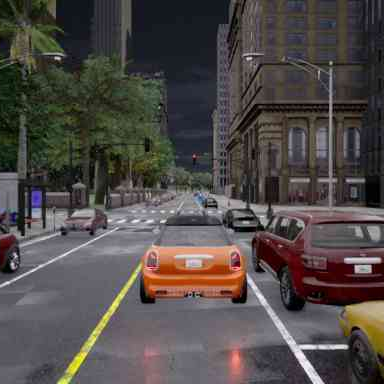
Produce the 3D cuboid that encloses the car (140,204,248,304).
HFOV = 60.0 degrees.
[{"bbox_3d":[0.033,1.350,8.326,2.097,1.767,4.553,0,0,0],"label":"car"}]

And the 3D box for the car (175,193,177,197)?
[{"bbox_3d":[-6.252,1.221,93.749,2.192,1.841,5.009,0,0,0],"label":"car"}]

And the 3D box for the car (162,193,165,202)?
[{"bbox_3d":[-6.053,1.403,55.807,1.967,1.590,4.097,0,0,0],"label":"car"}]

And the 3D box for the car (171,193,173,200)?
[{"bbox_3d":[-6.167,1.249,77.488,2.192,1.841,5.009,0,0,0],"label":"car"}]

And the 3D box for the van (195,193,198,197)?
[{"bbox_3d":[2.330,1.266,82.933,1.690,1.788,3.998,0,0,0],"label":"van"}]

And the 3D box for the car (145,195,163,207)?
[{"bbox_3d":[-6.024,1.519,50.387,2.008,1.369,4.403,0,0,0],"label":"car"}]

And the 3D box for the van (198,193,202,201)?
[{"bbox_3d":[2.444,1.298,61.252,1.690,1.788,3.998,0,0,0],"label":"van"}]

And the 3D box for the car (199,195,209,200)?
[{"bbox_3d":[2.501,1.534,50.412,1.947,1.339,4.313,0,0,0],"label":"car"}]

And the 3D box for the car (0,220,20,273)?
[{"bbox_3d":[-5.801,1.438,7.676,1.967,1.590,4.097,0,0,0],"label":"car"}]

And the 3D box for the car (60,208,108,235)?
[{"bbox_3d":[-5.857,1.574,18.528,1.802,1.307,4.206,0,0,0],"label":"car"}]

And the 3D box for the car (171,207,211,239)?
[{"bbox_3d":[-0.030,1.594,18.145,1.895,1.301,4.718,0,0,0],"label":"car"}]

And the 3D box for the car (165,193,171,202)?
[{"bbox_3d":[-6.138,1.382,72.068,1.967,1.590,4.097,0,0,0],"label":"car"}]

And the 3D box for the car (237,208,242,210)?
[{"bbox_3d":[2.668,1.558,18.555,1.947,1.339,4.313,0,0,0],"label":"car"}]

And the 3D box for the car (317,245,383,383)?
[{"bbox_3d":[2.753,1.525,2.450,1.752,1.417,4.829,0,0,0],"label":"car"}]

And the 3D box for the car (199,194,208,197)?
[{"bbox_3d":[2.472,1.488,56.002,1.752,1.417,4.829,0,0,0],"label":"car"}]

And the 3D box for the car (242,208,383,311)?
[{"bbox_3d":[2.724,1.313,7.705,2.192,1.841,5.009,0,0,0],"label":"car"}]

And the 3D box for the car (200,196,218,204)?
[{"bbox_3d":[2.530,1.539,44.991,1.947,1.339,4.313,0,0,0],"label":"car"}]
